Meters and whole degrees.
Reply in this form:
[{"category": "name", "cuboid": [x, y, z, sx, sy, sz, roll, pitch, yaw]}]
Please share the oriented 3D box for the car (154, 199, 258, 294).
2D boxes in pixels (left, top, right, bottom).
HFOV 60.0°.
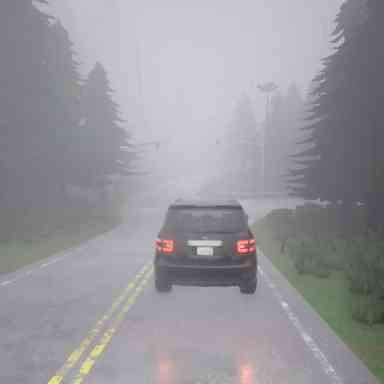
[{"category": "car", "cuboid": [0.380, 1.193, 8.898, 2.150, 2.045, 5.566, 0, 0, 3]}]
